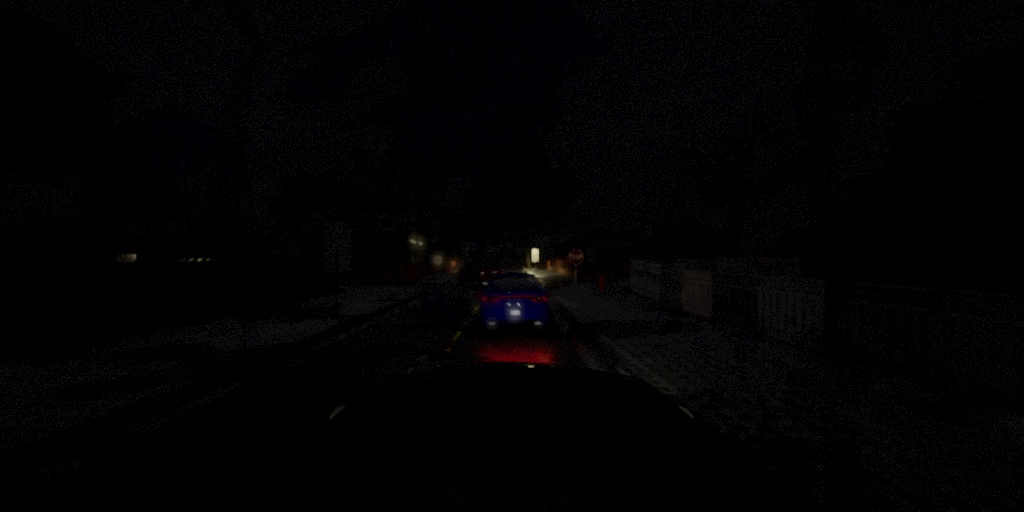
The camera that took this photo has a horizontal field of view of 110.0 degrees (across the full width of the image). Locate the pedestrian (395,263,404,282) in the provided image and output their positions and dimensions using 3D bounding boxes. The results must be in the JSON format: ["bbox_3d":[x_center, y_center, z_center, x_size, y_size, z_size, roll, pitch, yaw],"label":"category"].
[{"bbox_3d":[-9.698,1.271,30.800,0.375,1.860,0.375,0,-1,1],"label":"pedestrian"}]

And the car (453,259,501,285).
[{"bbox_3d":[-2.447,1.218,25.891,2.097,1.767,4.553,-1,0,-34],"label":"car"}]

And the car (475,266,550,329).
[{"bbox_3d":[0.081,1.260,11.383,1.882,1.535,5.008,0,0,0],"label":"car"}]
